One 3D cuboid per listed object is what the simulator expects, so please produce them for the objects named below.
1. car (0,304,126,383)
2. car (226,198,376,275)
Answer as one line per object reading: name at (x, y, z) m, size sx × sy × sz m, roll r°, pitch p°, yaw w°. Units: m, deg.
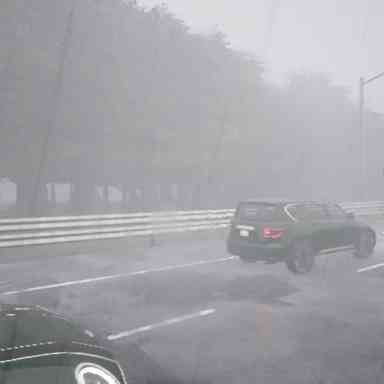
car at (-2.619, 1.351, 1.880) m, size 4.553 × 1.767 × 2.097 m, roll 0°, pitch 0°, yaw -36°
car at (3.611, 1.199, 10.623) m, size 5.566 × 2.045 × 2.150 m, roll 0°, pitch 0°, yaw -36°
